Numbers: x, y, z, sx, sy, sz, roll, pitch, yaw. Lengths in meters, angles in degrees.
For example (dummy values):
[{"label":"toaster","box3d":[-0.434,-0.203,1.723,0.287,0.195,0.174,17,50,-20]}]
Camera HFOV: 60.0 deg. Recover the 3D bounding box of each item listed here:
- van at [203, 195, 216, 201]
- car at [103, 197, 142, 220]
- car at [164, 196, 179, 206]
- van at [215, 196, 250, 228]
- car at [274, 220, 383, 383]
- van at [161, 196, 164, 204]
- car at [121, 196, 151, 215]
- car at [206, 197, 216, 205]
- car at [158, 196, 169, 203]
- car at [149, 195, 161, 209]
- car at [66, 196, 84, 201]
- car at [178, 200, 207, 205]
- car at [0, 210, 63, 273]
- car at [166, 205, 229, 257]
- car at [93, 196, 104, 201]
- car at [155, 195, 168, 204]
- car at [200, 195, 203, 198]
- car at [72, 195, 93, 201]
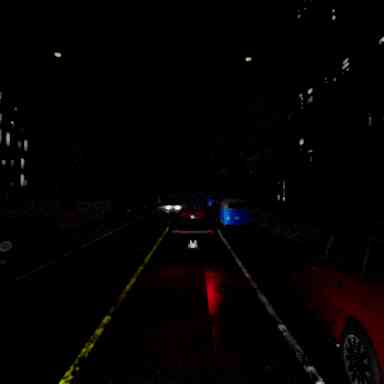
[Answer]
[{"label":"van","box3d":[2.704,1.324,44.431,1.690,1.788,3.998,1,0,0]},{"label":"car","box3d":[-5.652,1.436,27.461,1.967,1.590,4.097,1,0,0]},{"label":"car","box3d":[-3.073,1.572,54.633,1.895,1.301,4.718,0,0,0]},{"label":"van","box3d":[2.703,1.340,21.846,1.690,1.788,3.998,1,0,0]},{"label":"car","box3d":[2.703,1.316,4.907,2.192,1.841,5.009,1,0,0]},{"label":"van","box3d":[-5.644,1.318,50.044,1.690,1.788,3.998,1,0,0]},{"label":"car","box3d":[-5.646,1.433,33.107,1.967,1.590,4.097,1,0,0]},{"label":"car","box3d":[2.701,1.537,33.140,1.887,1.381,4.507,1,0,0]},{"label":"car","box3d":[-5.646,1.499,66.982,1.887,1.381,4.507,1,0,0]},{"label":"car","box3d":[-5.647,1.528,44.398,1.887,1.381,4.507,1,0,0]},{"label":"car","box3d":[-30.678,1.703,87.446,4.206,1.307,1.802,0,0,1]},{"label":"car","box3d":[0.039,1.597,27.395,1.895,1.301,4.718,0,0,0]},{"label":"car","box3d":[-5.683,1.441,10.523,1.967,1.590,4.097,1,0,0]},{"label":"car","box3d":[0.045,1.492,13.026,2.128,1.511,4.902,0,0,0]},{"label":"car","box3d":[-25.199,1.661,87.372,4.313,1.339,1.947,0,0,1]},{"label":"car","box3d":[-5.645,1.402,61.336,1.967,1.590,4.097,1,0,0]},{"label":"car","box3d":[2.701,1.543,50.077,1.947,1.339,4.313,1,0,0]},{"label":"car","box3d":[-26.377,1.428,78.750,4.097,1.590,1.967,0,0,1]}]
